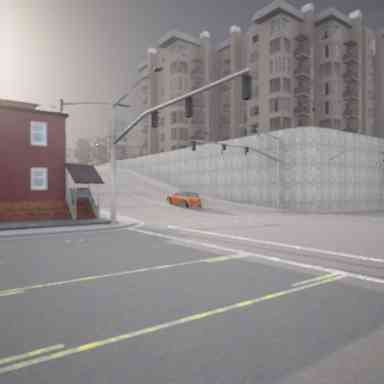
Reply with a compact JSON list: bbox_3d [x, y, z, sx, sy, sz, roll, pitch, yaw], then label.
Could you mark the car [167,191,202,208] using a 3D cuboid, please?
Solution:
[{"bbox_3d":[-0.885,0.647,36.575,2.097,1.767,4.553,0,6,-36],"label":"car"}]
